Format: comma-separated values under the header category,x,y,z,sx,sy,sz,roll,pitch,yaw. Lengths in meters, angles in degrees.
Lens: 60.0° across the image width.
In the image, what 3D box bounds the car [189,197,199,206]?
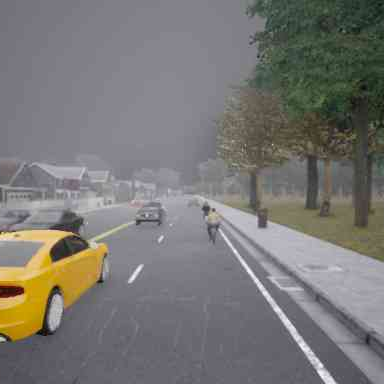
category,x,y,z,sx,sy,sz,roll,pitch,yaw
car,0.330,1.905,61.344,2.033,1.411,5.357,0,0,0

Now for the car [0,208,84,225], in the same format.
category,x,y,z,sx,sy,sz,roll,pitch,yaw
car,-6.537,1.567,15.432,1.882,1.535,5.008,0,0,0

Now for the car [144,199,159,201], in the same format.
category,x,y,z,sx,sy,sz,roll,pitch,yaw
car,-6.376,1.931,55.931,1.895,1.301,4.718,0,0,0

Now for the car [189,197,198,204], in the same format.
category,x,y,z,sx,sy,sz,roll,pitch,yaw
car,0.281,1.911,74.504,1.882,1.535,5.008,0,0,0

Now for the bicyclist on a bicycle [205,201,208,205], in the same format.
category,x,y,z,sx,sy,sz,roll,pitch,yaw
bicyclist on a bicycle,0.988,1.500,23.152,0.659,1.776,1.843,0,0,0

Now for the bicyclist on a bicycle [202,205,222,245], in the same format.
category,x,y,z,sx,sy,sz,roll,pitch,yaw
bicyclist on a bicycle,0.964,1.519,14.963,0.866,1.612,1.509,0,0,0

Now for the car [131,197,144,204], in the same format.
category,x,y,z,sx,sy,sz,roll,pitch,yaw
car,-9.592,1.709,59.998,2.097,1.767,4.553,0,0,1

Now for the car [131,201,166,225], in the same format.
category,x,y,z,sx,sy,sz,roll,pitch,yaw
car,-3.049,1.691,25.210,2.033,1.411,5.357,0,0,0

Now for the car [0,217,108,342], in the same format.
category,x,y,z,sx,sy,sz,roll,pitch,yaw
car,-3.118,1.517,6.764,1.882,1.535,5.008,0,0,0
